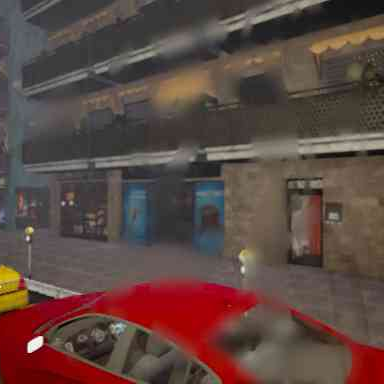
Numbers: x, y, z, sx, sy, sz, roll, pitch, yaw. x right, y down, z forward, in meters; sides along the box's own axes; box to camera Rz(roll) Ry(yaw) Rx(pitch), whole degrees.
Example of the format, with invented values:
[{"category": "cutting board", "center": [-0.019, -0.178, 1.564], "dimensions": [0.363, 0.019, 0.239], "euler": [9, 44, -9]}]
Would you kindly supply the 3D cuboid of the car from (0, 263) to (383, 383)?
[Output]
[{"category": "car", "center": [-0.335, 1.548, 3.113], "dimensions": [4.507, 1.381, 1.887], "euler": [0, 0, 35]}]
